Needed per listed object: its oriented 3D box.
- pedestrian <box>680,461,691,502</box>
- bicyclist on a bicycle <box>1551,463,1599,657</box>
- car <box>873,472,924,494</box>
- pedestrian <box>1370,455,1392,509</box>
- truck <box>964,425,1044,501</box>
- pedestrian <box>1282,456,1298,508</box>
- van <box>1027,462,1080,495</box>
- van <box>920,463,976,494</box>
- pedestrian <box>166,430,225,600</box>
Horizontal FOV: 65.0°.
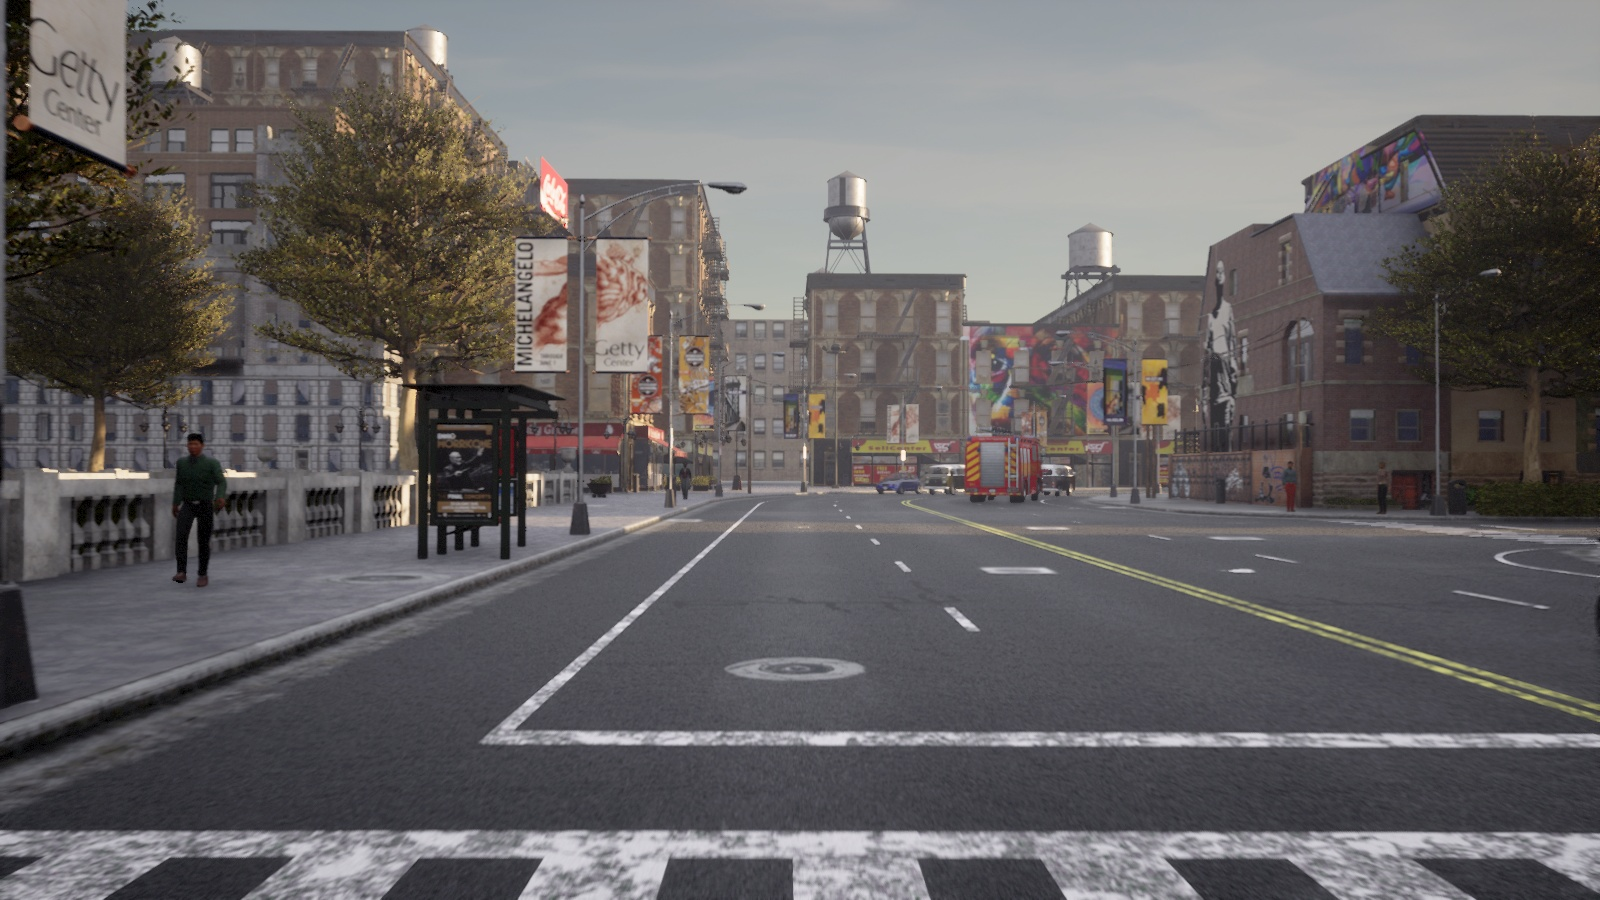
[{"bbox_3d":[-5.472,1.496,60.041,0.402,1.930,0.666,0,-1,2],"label":"pedestrian"},{"bbox_3d":[6.975,0.912,10.324,0.582,1.620,1.656,0,-1,0],"label":"bicyclist on a bicycle"},{"bbox_3d":[6.687,2.224,85.138,1.816,1.474,4.193,-1,-1,30],"label":"car"},{"bbox_3d":[20.014,1.114,43.250,0.634,1.846,0.331,0,-1,-20],"label":"pedestrian"},{"bbox_3d":[11.036,0.728,67.170,2.891,3.827,8.468,-1,-1,18],"label":"truck"},{"bbox_3d":[17.711,1.158,45.364,0.353,1.847,0.614,0,-1,3],"label":"pedestrian"},{"bbox_3d":[16.330,1.823,80.840,2.069,2.038,4.480,-1,-1,29],"label":"van"},{"bbox_3d":[9.921,1.897,83.746,2.069,2.038,4.480,-1,-1,31],"label":"van"},{"bbox_3d":[-7.122,0.747,14.812,0.423,1.949,0.788,0,-1,-10],"label":"pedestrian"}]
